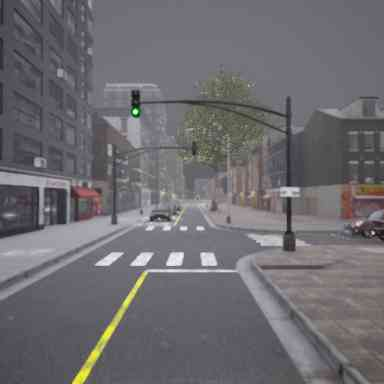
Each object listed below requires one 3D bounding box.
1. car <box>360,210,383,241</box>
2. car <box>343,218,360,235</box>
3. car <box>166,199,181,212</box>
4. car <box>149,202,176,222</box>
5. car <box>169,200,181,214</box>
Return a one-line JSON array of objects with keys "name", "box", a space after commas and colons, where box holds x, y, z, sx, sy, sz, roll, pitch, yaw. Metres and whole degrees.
[{"name": "car", "box": [11.397, 1.794, 16.514, 4.892, 1.490, 1.837, 0, -1, 0]}, {"name": "car", "box": [10.921, 1.771, 19.156, 4.097, 1.590, 1.967, 0, -1, 0]}, {"name": "car", "box": [-2.850, 2.061, 51.882, 2.097, 1.767, 4.553, 0, -1, 0]}, {"name": "car", "box": [-2.860, 1.974, 31.558, 2.033, 1.411, 5.357, 0, -1, 0]}, {"name": "car", "box": [-2.859, 2.051, 41.317, 2.128, 1.511, 4.902, 0, -1, 0]}]
